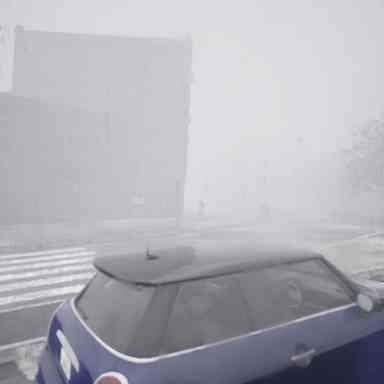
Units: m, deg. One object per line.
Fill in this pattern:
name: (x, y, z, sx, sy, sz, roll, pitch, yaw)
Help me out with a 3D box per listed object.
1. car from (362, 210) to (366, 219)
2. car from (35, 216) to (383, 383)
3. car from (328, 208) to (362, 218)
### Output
car: (25.521, 3.290, 53.732, 4.553, 1.767, 2.097, 3, -2, -7)
car: (0.798, 1.352, 3.757, 4.553, 1.767, 2.097, 0, 0, -33)
car: (21.678, 3.026, 47.742, 5.008, 1.535, 1.882, 4, -3, -33)
